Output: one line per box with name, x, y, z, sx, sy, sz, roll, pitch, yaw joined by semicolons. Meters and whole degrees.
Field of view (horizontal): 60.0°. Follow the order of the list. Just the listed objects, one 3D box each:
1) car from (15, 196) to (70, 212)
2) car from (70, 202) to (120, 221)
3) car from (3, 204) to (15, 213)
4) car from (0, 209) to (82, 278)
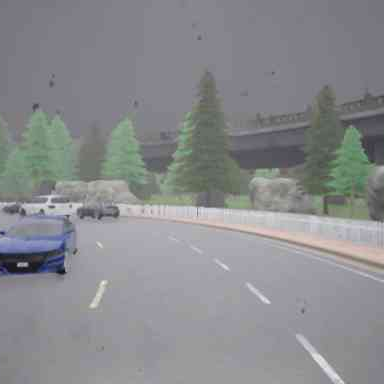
car;-12.132;1.307;27.633;5.566;2.045;2.150;0;0;39
car;-8.102;1.578;28.545;4.902;1.511;2.128;0;0;44
car;-17.236;1.653;34.728;5.357;1.411;2.033;0;0;24
car;-4.743;1.510;10.521;1.882;1.535;5.008;0;0;-15
